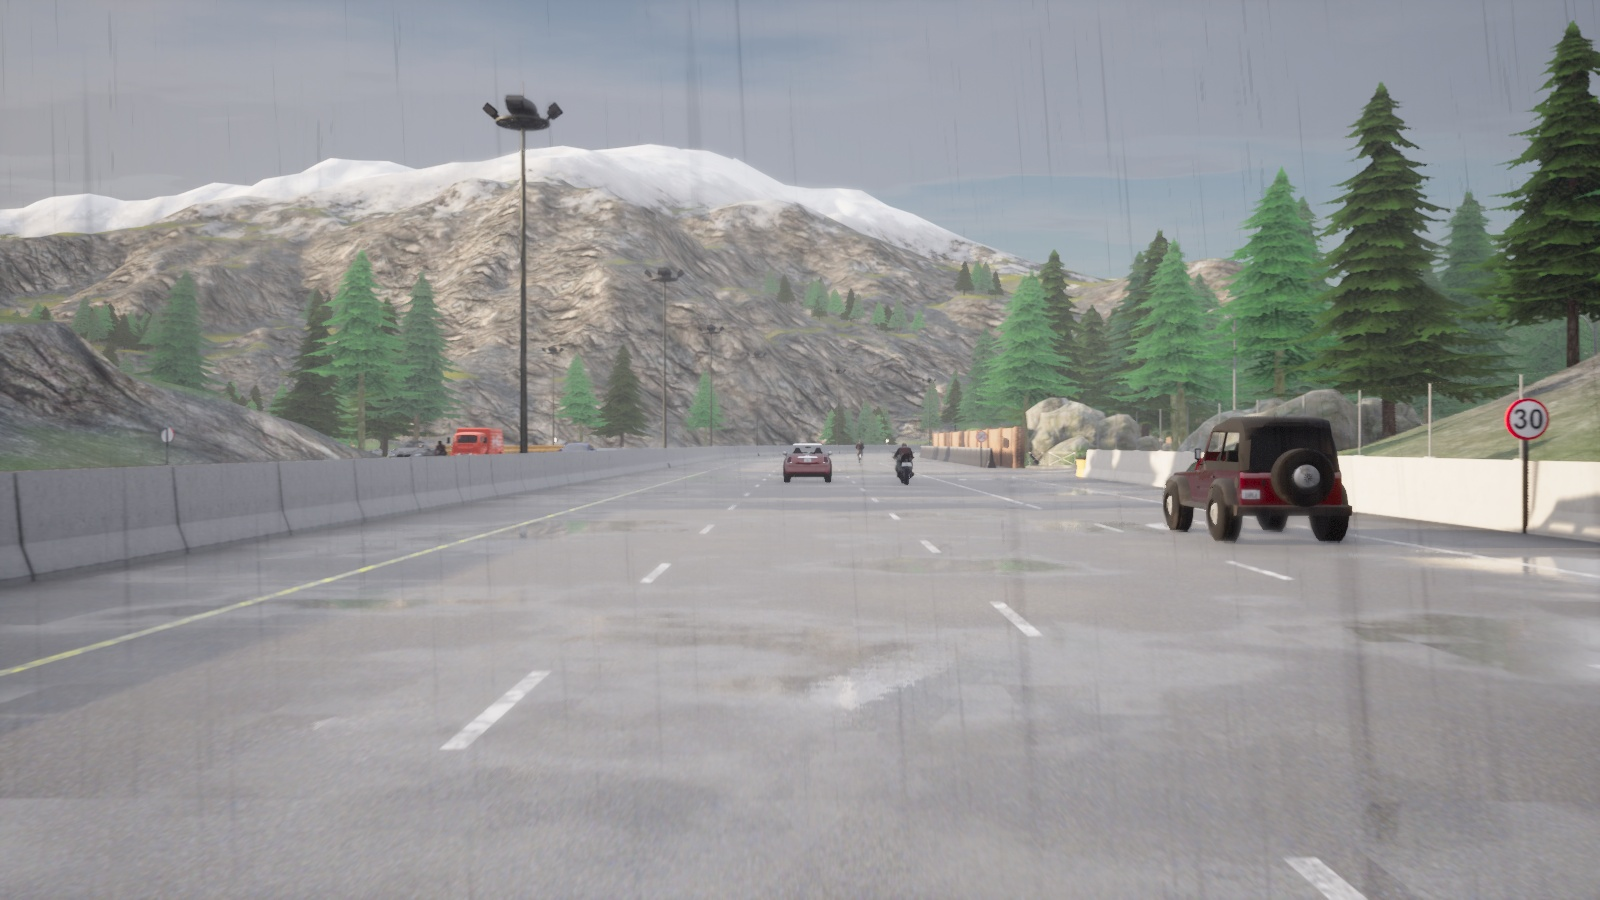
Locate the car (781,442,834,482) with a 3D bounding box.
[{"bbox_3d":[0.295,0.435,49.113,1.970,1.475,3.806,0,0,0],"label":"car"}]

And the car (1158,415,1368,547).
[{"bbox_3d":[7.128,0.436,19.776,1.905,1.878,3.866,0,0,0],"label":"car"}]

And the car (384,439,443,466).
[{"bbox_3d":[-24.039,0.130,78.377,2.242,1.667,4.611,0,0,0],"label":"car"}]

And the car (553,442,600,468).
[{"bbox_3d":[-13.548,0.283,76.367,1.882,1.535,5.008,0,0,0],"label":"car"}]

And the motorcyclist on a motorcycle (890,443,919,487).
[{"bbox_3d":[3.774,0.528,45.445,0.866,1.530,2.191,0,0,0],"label":"motorcyclist on a motorcycle"}]

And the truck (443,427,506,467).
[{"bbox_3d":[-20.533,-0.205,79.472,2.627,2.467,5.204,0,0,0],"label":"truck"}]
